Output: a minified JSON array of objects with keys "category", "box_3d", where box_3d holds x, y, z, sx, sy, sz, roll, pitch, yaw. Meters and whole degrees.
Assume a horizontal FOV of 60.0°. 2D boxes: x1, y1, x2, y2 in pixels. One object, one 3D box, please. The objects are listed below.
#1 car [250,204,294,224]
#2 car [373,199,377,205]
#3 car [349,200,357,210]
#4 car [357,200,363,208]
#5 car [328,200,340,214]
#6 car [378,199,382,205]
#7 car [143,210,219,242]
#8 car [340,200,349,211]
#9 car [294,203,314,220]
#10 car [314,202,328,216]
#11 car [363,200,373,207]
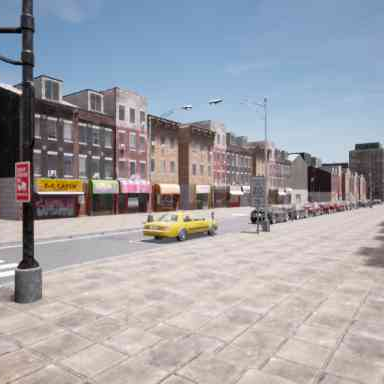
[{"category":"car","box_3d":[6.044,1.715,25.925,1.947,1.339,4.313,-1,-1,35]},{"category":"car","box_3d":[35.387,2.212,67.184,1.887,1.381,4.507,-1,-2,35]},{"category":"car","box_3d":[22.346,1.952,48.847,2.008,1.369,4.403,-1,-1,35]},{"category":"car","box_3d":[25.606,2.014,53.432,2.008,1.369,4.403,-1,-1,35]},{"category":"car","box_3d":[15.825,1.834,39.678,1.887,1.381,4.507,-1,-1,35]},{"category":"car","box_3d":[45.168,2.461,80.936,2.008,1.369,4.403,-2,-2,35]},{"category":"car","box_3d":[-0.379,1.598,16.895,1.752,1.417,4.829,-1,-1,35]},{"category":"car","box_3d":[19.084,1.784,44.265,1.967,1.590,4.097,-1,-1,35]},{"category":"car","box_3d":[9.304,1.743,30.510,2.008,1.369,4.403,-1,-1,35]},{"category":"car","box_3d":[12.565,1.821,35.094,1.802,1.307,4.206,-1,-1,35]},{"category":"car","box_3d":[32.128,2.147,62.601,2.008,1.369,4.403,-1,-1,35]}]
